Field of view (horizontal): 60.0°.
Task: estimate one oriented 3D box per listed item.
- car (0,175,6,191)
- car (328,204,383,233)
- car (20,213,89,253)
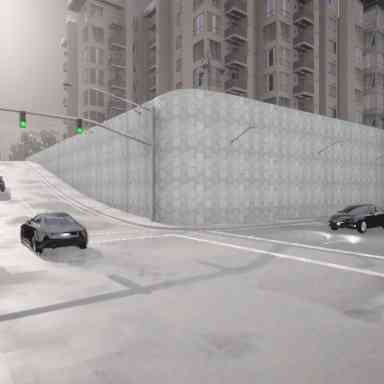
[{"bbox_3d":[-20.509,-1.110,34.340,2.128,1.511,4.902,0,12,-36],"label":"car"},{"bbox_3d":[10.066,1.505,19.780,4.892,1.490,1.837,0,0,-36],"label":"car"},{"bbox_3d":[-5.890,1.566,14.004,1.994,1.385,4.181,0,0,-36],"label":"car"}]
